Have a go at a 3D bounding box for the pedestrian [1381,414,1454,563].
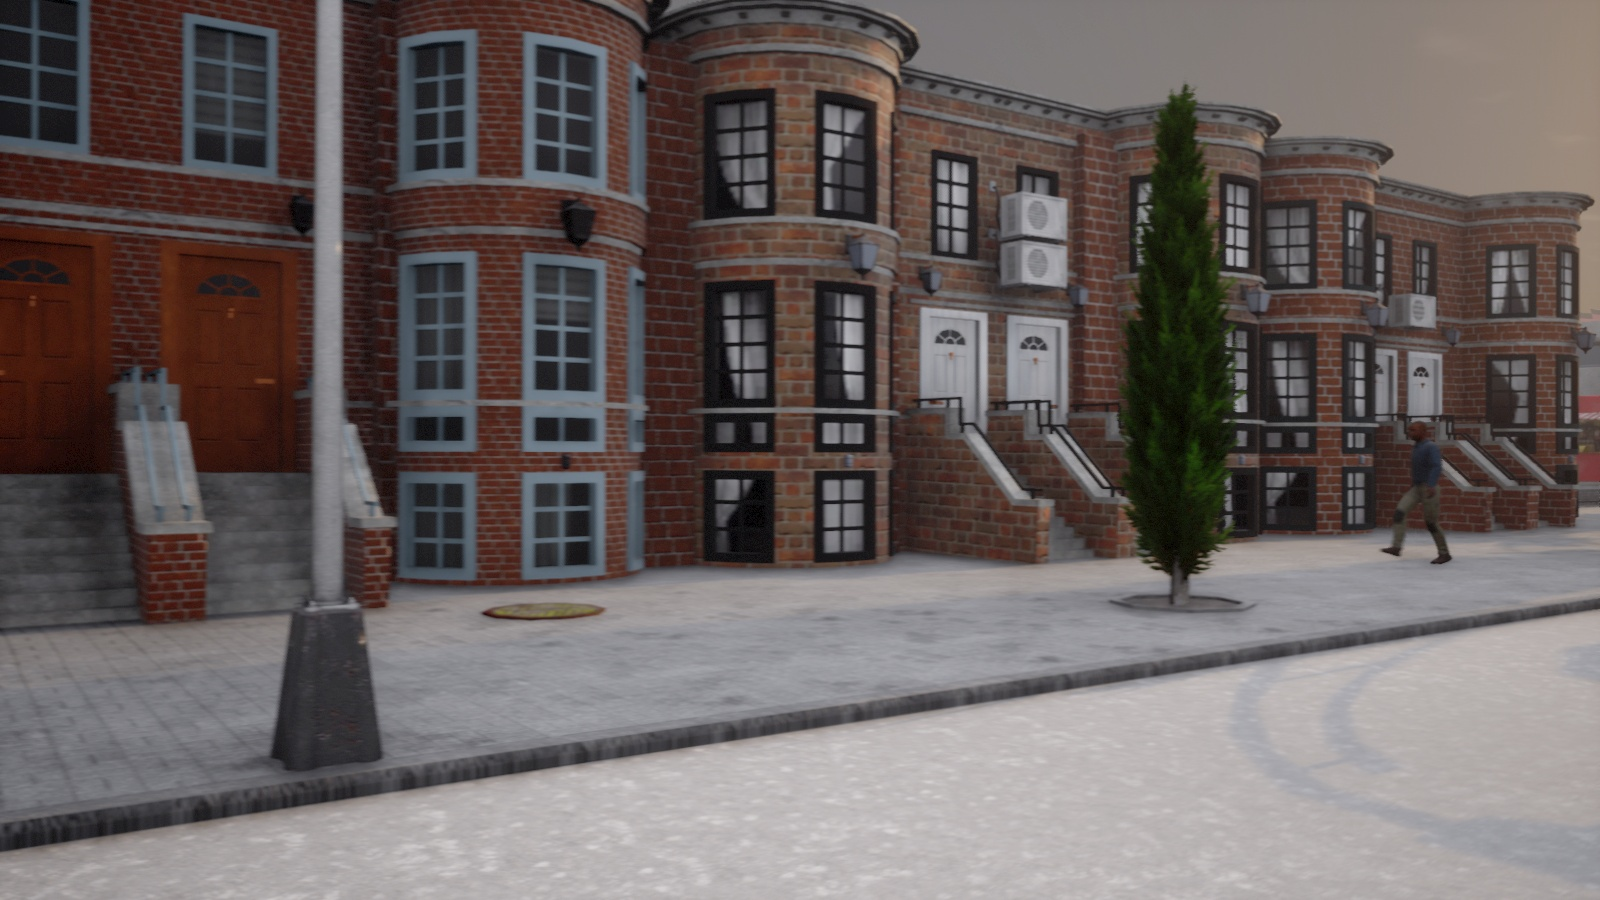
[{"bbox_3d":[7.734,0.477,15.731,0.726,1.835,0.370,0,0,-6],"label":"pedestrian"}]
